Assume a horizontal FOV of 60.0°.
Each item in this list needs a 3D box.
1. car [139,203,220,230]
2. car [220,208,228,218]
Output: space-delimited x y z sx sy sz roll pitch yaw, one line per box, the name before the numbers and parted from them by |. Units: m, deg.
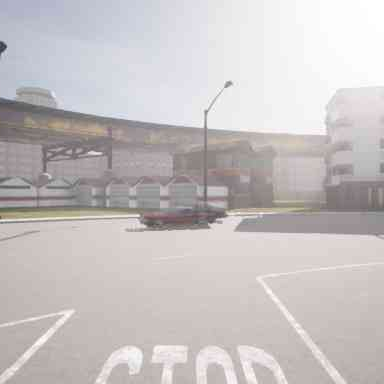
car | -0.938 1.601 21.082 4.718 1.301 1.895 0 0 -23
car | 0.013 1.547 25.199 5.357 1.411 2.033 0 0 -21
